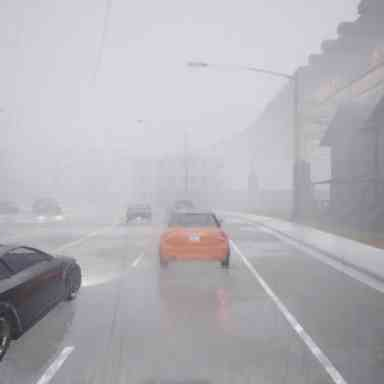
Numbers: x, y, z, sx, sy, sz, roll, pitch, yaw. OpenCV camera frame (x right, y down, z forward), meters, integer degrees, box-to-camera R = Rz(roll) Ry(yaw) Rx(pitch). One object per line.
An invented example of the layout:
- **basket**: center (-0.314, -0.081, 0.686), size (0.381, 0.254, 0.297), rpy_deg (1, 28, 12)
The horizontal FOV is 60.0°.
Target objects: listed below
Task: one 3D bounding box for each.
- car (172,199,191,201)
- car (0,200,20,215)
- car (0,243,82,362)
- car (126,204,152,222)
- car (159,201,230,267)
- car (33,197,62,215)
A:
- **car**: center (-0.994, 1.342, 27.573), size (2.097, 1.767, 4.553), rpy_deg (0, 0, -10)
- **car**: center (-19.069, 1.555, 33.725), size (2.033, 1.411, 5.357), rpy_deg (0, 0, -41)
- **car**: center (-3.436, 1.566, 5.696), size (1.994, 1.385, 4.181), rpy_deg (0, 0, 0)
- **car**: center (-4.178, 1.594, 26.264), size (1.895, 1.301, 4.718), rpy_deg (0, 0, -9)
- **car**: center (0.071, 1.347, 11.559), size (2.097, 1.767, 4.553), rpy_deg (0, 0, 0)
- **car**: center (-14.581, 1.354, 33.437), size (2.097, 1.767, 4.553), rpy_deg (0, 0, -34)
